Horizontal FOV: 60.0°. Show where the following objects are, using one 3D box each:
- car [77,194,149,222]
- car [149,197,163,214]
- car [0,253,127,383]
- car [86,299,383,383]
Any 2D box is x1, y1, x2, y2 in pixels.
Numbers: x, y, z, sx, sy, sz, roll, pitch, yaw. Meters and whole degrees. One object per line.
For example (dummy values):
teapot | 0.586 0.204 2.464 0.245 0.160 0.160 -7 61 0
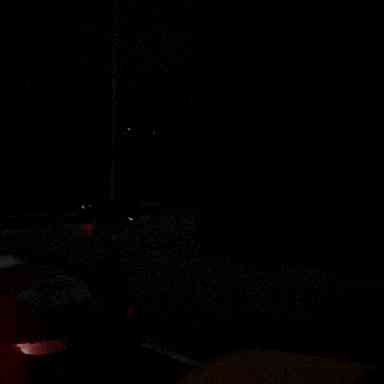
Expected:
car | -6.417 1.240 26.616 2.150 2.045 5.566 2 1 36
car | -5.032 1.348 33.534 2.097 1.767 4.553 2 1 36
car | -2.564 1.537 4.628 4.206 1.307 1.802 1 2 36
car | 1.798 1.532 1.506 4.829 1.417 1.752 1 2 36
